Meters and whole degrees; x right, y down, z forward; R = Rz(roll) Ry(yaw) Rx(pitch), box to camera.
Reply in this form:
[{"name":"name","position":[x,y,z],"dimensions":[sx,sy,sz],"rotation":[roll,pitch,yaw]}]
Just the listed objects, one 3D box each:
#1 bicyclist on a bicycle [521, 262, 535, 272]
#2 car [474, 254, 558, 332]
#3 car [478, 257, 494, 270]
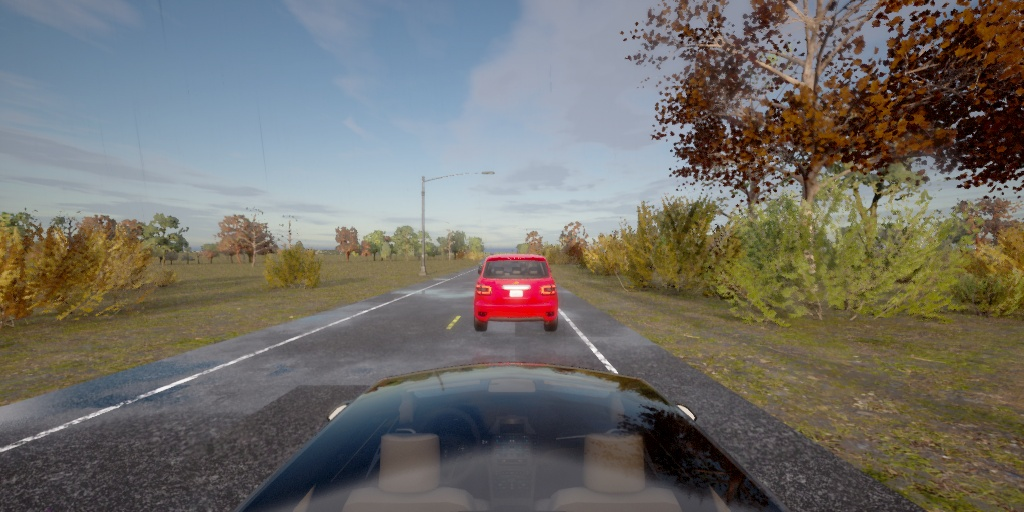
[{"name":"bicyclist on a bicycle","position":[0.946,1.114,18.745],"dimensions":[0.659,1.776,1.843],"rotation":[0,0,0]},{"name":"car","position":[0.093,0.968,11.039],"dimensions":[2.150,2.045,5.566],"rotation":[0,0,0]},{"name":"car","position":[-3.829,1.088,53.496],"dimensions":[2.097,1.767,4.553],"rotation":[0,0,0]}]
